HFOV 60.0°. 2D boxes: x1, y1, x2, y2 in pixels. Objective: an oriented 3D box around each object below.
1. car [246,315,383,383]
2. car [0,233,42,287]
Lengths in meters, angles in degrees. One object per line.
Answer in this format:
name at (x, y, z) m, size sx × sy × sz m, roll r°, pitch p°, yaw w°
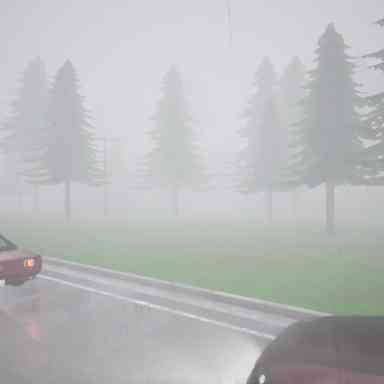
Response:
car at (2.447, 1.564, 2.246) m, size 4.181 × 1.385 × 1.994 m, roll 0°, pitch 0°, yaw 36°
car at (-5.785, 1.601, 8.108) m, size 4.718 × 1.301 × 1.895 m, roll 0°, pitch 0°, yaw 35°
